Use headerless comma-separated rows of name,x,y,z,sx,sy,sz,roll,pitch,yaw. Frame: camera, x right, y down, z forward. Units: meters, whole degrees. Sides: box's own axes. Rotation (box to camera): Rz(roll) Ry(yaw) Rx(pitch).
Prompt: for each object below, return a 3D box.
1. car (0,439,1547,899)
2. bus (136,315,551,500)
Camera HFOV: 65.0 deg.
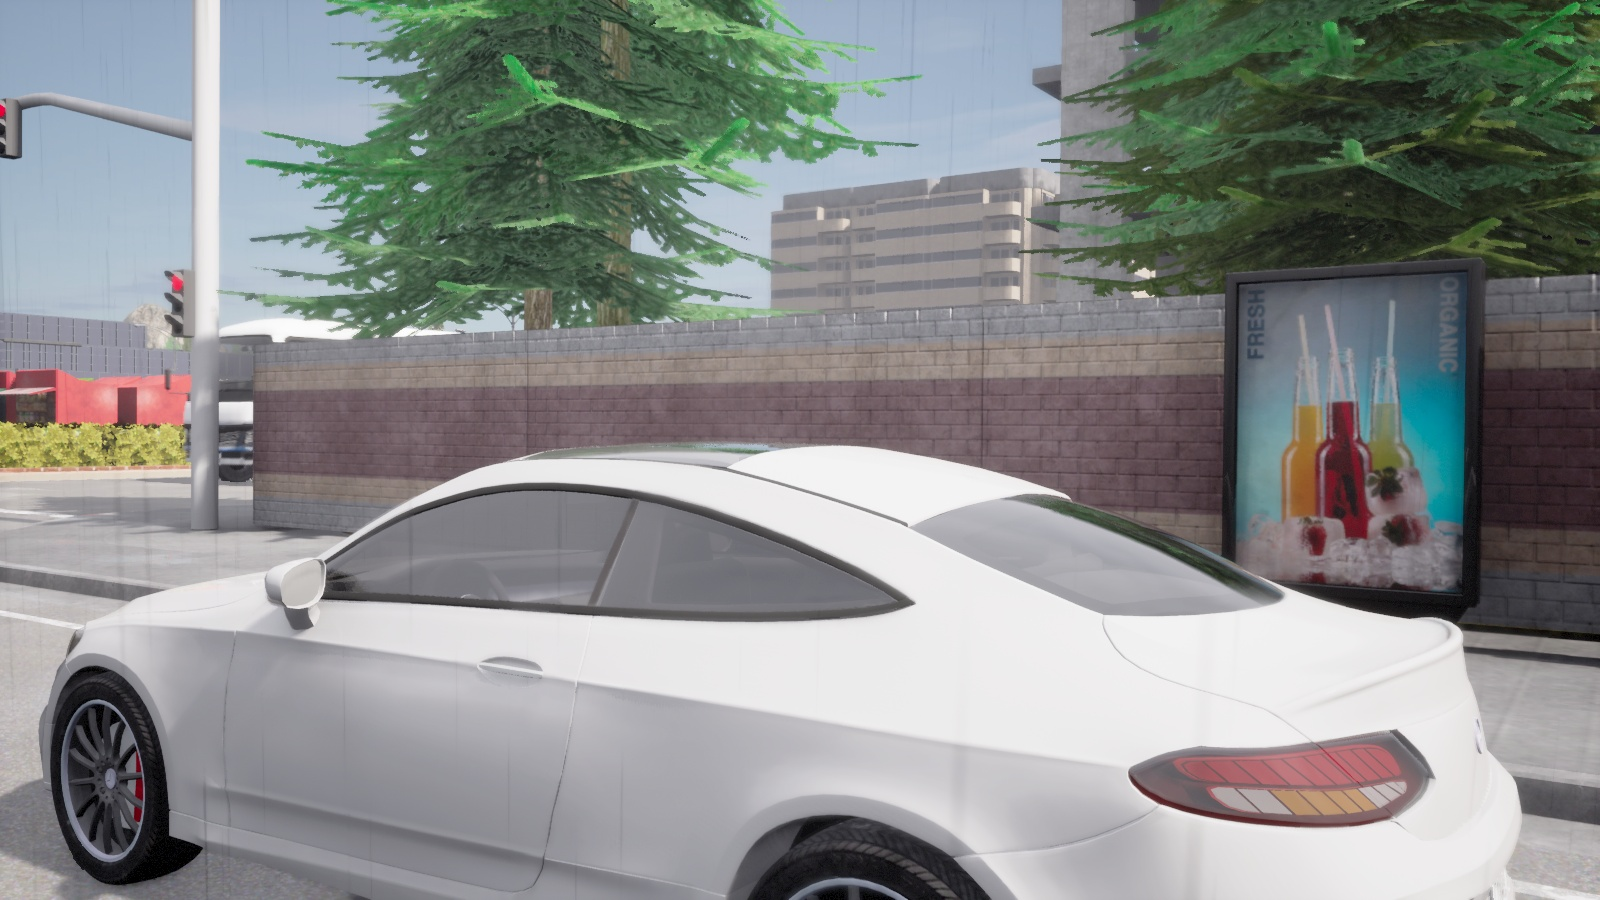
car,-0.437,0.708,3.913,4.674,1.442,1.812,0,1,33
bus,-11.934,-1.061,34.297,3.944,4.253,10.273,0,1,33
